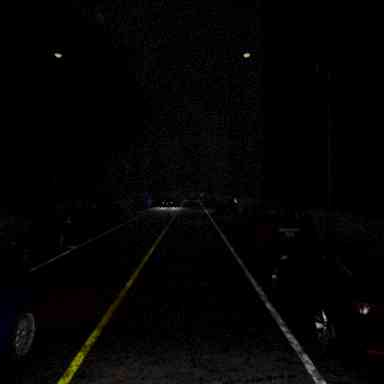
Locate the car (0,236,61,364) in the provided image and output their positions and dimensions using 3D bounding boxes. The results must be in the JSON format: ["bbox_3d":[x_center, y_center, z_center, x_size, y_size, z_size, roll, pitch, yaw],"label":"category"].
[{"bbox_3d":[-3.102,1.505,3.118,1.812,1.442,4.674,0,0,0],"label":"car"}]

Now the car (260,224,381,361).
[{"bbox_3d":[2.668,1.527,5.867,1.947,1.339,4.313,0,0,0],"label":"car"}]

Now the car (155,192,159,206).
[{"bbox_3d":[-5.853,1.186,45.351,1.967,1.590,4.097,0,0,0],"label":"car"}]

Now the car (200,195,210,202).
[{"bbox_3d":[2.675,1.219,67.894,1.947,1.339,4.313,0,0,0],"label":"car"}]

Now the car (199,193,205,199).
[{"bbox_3d":[2.678,1.120,90.657,1.752,1.417,4.829,0,0,1],"label":"car"}]

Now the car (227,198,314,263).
[{"bbox_3d":[2.669,1.241,11.504,2.192,1.841,5.009,0,0,0],"label":"car"}]

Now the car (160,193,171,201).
[{"bbox_3d":[-5.850,1.075,73.549,1.967,1.590,4.097,0,0,0],"label":"car"}]

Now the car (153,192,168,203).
[{"bbox_3d":[-5.851,0.990,62.269,2.192,1.841,5.009,0,0,0],"label":"car"}]

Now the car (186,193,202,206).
[{"bbox_3d":[0.032,1.278,48.933,2.033,1.411,5.357,0,0,1],"label":"car"}]

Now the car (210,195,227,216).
[{"bbox_3d":[3.003,1.289,30.546,1.882,1.535,5.008,0,0,0],"label":"car"}]

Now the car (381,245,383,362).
[{"bbox_3d":[2.668,1.312,0.227,2.192,1.841,5.009,0,0,0],"label":"car"}]

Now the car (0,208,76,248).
[{"bbox_3d":[-5.857,1.471,11.515,1.887,1.381,4.507,0,0,0],"label":"car"}]

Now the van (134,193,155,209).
[{"bbox_3d":[-5.854,1.111,39.711,1.690,1.788,3.998,0,0,0],"label":"van"}]

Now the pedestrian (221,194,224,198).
[{"bbox_3d":[3.003,1.089,33.550,0.375,1.860,0.375,0,0,-15],"label":"pedestrian"}]

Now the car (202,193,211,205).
[{"bbox_3d":[2.673,1.266,50.977,1.887,1.381,4.507,0,0,0],"label":"car"}]

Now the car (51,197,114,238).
[{"bbox_3d":[-5.856,1.206,17.153,2.192,1.841,5.009,0,0,0],"label":"car"}]

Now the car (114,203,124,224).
[{"bbox_3d":[-5.855,1.422,22.795,1.947,1.339,4.313,0,0,0],"label":"car"}]

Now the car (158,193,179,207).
[{"bbox_3d":[-3.082,1.253,44.539,1.837,1.490,4.892,0,0,0],"label":"car"}]

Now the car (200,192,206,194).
[{"bbox_3d":[2.674,1.138,56.615,1.967,1.590,4.097,0,0,0],"label":"car"}]
